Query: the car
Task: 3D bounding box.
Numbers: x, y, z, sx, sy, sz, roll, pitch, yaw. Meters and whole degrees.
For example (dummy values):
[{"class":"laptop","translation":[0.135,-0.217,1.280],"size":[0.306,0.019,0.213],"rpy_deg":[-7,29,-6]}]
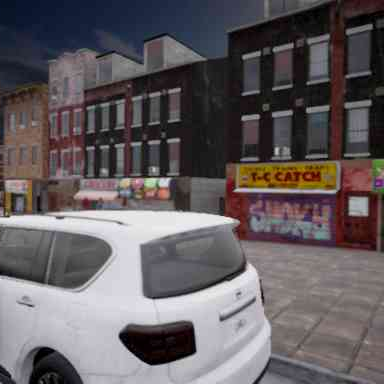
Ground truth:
[{"class":"car","translation":[-1.768,1.258,4.476],"size":[5.566,2.045,2.150],"rpy_deg":[-1,0,35]}]
